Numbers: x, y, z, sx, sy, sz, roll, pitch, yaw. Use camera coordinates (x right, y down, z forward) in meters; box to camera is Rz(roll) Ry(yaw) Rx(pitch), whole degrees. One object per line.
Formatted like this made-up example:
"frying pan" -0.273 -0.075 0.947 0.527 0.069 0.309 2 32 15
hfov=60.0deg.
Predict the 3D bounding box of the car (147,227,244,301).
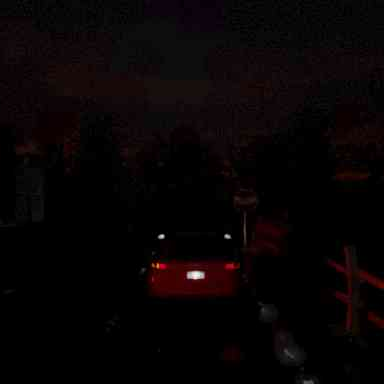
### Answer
"car" 0.068 1.555 8.317 1.994 1.385 4.181 0 0 0
